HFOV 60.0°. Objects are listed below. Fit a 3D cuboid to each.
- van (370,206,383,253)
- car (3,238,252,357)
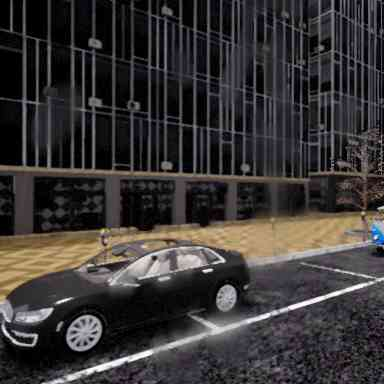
[{"bbox_3d":[8.390,1.379,12.608,3.998,1.788,1.690,0,0,-36],"label":"van"},{"bbox_3d":[-0.851,1.564,5.957,4.403,1.369,2.008,0,0,-36],"label":"car"}]
